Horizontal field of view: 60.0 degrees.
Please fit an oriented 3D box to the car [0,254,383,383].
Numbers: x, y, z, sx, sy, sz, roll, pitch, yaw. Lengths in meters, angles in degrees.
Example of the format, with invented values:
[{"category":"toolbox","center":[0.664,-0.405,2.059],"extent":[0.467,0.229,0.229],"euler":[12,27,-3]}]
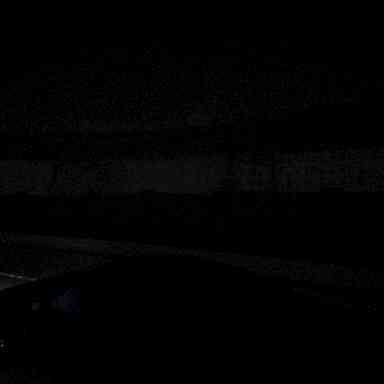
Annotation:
[{"category":"car","center":[-0.460,1.537,4.104],"extent":[5.357,1.411,2.033],"euler":[0,0,33]}]
